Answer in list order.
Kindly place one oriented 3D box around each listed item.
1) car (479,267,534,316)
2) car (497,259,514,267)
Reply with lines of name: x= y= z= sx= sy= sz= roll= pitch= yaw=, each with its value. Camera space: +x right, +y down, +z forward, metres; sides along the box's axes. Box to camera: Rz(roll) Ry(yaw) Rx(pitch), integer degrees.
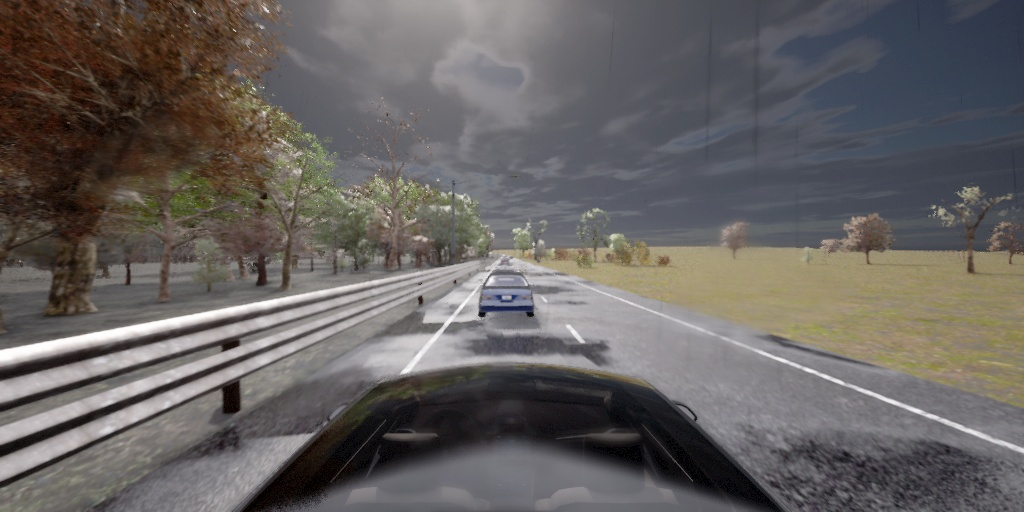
car: x=-0.208 y=1.289 z=13.247 sx=2.033 sy=1.411 sz=5.357 roll=0 pitch=0 yaw=-1
car: x=-0.708 y=1.326 z=39.271 sx=1.895 sy=1.301 sz=4.718 roll=0 pitch=0 yaw=-1
